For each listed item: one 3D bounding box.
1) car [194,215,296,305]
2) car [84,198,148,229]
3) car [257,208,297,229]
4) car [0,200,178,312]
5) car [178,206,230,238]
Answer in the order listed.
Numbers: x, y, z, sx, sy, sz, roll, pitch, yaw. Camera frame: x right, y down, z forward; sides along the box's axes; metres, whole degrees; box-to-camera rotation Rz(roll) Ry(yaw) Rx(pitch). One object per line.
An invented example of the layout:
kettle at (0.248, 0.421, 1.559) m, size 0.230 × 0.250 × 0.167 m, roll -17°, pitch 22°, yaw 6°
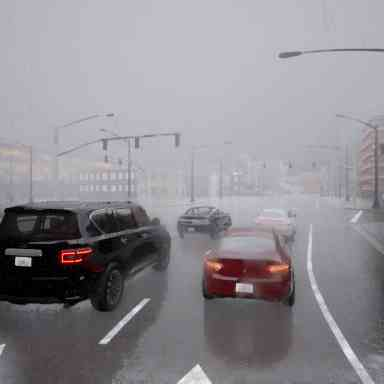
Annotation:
car at (1.445, 1.526, 8.099) m, size 1.812 × 1.442 × 4.674 m, roll 0°, pitch 0°, yaw 13°
car at (-4.965, 1.350, 22.532) m, size 2.097 × 1.767 × 4.553 m, roll 0°, pitch 0°, yaw 20°
car at (4.178, 1.526, 16.534) m, size 1.812 × 1.442 × 4.674 m, roll 0°, pitch 0°, yaw 20°
car at (-2.167, 1.221, 8.012) m, size 2.150 × 2.045 × 5.566 m, roll 0°, pitch 0°, yaw 12°
car at (0.771, 1.491, 17.263) m, size 2.128 × 1.511 × 4.902 m, roll 0°, pitch 0°, yaw 19°
